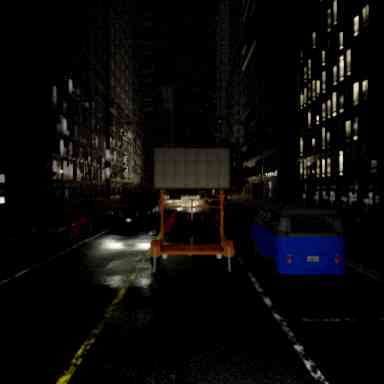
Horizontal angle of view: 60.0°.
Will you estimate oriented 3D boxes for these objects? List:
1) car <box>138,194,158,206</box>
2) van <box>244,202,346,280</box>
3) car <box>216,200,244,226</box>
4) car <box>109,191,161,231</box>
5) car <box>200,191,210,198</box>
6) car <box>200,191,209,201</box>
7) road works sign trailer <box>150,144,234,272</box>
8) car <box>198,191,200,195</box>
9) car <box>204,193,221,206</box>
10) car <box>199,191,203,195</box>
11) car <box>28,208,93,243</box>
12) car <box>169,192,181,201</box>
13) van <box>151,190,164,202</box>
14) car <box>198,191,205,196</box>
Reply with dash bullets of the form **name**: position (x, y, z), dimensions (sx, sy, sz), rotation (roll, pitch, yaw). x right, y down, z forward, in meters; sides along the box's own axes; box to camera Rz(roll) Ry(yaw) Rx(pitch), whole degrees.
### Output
- **car**: position (-5.689, 1.020, 43.397), dimensions (2.008, 1.369, 4.403), rotation (0, 1, 0)
- **van**: position (2.691, 1.227, 9.240), dimensions (1.690, 1.788, 3.998), rotation (0, 1, 0)
- **car**: position (2.691, 1.329, 20.626), dimensions (1.802, 1.307, 4.206), rotation (0, 1, 0)
- **car**: position (-3.101, 0.988, 19.028), dimensions (2.150, 2.045, 5.566), rotation (0, 1, 0)
- **car**: position (2.693, 0.527, 71.852), dimensions (1.967, 1.590, 4.097), rotation (0, 1, 0)
- **car**: position (2.692, 0.946, 49.086), dimensions (2.008, 1.369, 4.403), rotation (0, 1, 0)
- **road works sign trailer**: position (0.001, 0.338, 10.248), dimensions (2.380, 3.560, 2.880), rotation (0, 1, 0)
- **car**: position (2.693, 0.605, 66.160), dimensions (1.967, 1.590, 4.097), rotation (0, 1, 0)
- **car**: position (2.691, 1.121, 37.702), dimensions (1.802, 1.307, 4.206), rotation (0, 1, 0)
- **car**: position (2.692, 0.871, 54.778), dimensions (2.008, 1.369, 4.403), rotation (0, 1, 0)
- **car**: position (-5.690, 1.399, 14.937), dimensions (1.802, 1.307, 4.206), rotation (0, 1, 0)
- **car**: position (-3.057, 0.727, 60.006), dimensions (1.882, 1.535, 5.008), rotation (0, 1, 0)
- **van**: position (-5.688, 0.662, 54.779), dimensions (1.690, 1.788, 3.998), rotation (0, 1, 0)
- **car**: position (2.694, 0.312, 94.621), dimensions (1.887, 1.381, 4.507), rotation (0, 1, 0)
